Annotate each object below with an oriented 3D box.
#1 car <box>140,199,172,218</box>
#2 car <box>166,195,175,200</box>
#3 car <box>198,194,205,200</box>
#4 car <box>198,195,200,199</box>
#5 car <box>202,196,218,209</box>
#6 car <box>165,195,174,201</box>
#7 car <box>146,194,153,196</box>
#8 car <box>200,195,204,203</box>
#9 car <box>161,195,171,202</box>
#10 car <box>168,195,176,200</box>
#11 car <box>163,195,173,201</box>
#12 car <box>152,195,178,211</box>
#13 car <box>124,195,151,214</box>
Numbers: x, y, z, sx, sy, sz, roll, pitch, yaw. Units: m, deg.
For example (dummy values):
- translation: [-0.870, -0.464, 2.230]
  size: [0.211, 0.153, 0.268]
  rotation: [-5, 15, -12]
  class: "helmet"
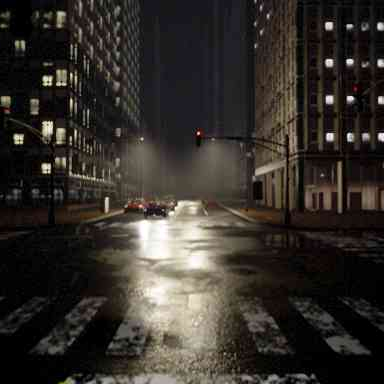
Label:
- translation: [-3.094, 1.565, 29.317]
  size: [1.895, 1.301, 4.718]
  rotation: [0, 0, -1]
  class: "car"
- translation: [-5.711, 1.445, 89.808]
  size: [2.008, 1.369, 4.403]
  rotation: [1, 0, 0]
  class: "car"
- translation: [2.667, 1.433, 95.467]
  size: [1.887, 1.381, 4.507]
  rotation: [1, 0, 0]
  class: "car"
- translation: [2.680, 1.492, 62.004]
  size: [1.947, 1.339, 4.313]
  rotation: [1, 0, 0]
  class: "car"
- translation: [2.686, 1.527, 45.271]
  size: [1.802, 1.307, 4.206]
  rotation: [1, 0, 0]
  class: "car"
- translation: [-5.709, 1.445, 84.232]
  size: [1.887, 1.381, 4.507]
  rotation: [1, 0, 0]
  class: "car"
- translation: [-5.689, 1.261, 45.206]
  size: [2.192, 1.841, 5.009]
  rotation: [1, 0, 0]
  class: "car"
- translation: [2.683, 1.458, 56.597]
  size: [1.752, 1.417, 4.829]
  rotation: [1, 0, 0]
  class: "car"
- translation: [-5.704, 1.458, 73.082]
  size: [1.887, 1.381, 4.507]
  rotation: [1, 0, 0]
  class: "car"
- translation: [-5.714, 1.454, 95.383]
  size: [1.947, 1.339, 4.313]
  rotation: [1, 0, 0]
  class: "car"
- translation: [-5.707, 1.457, 78.657]
  size: [2.008, 1.369, 4.403]
  rotation: [1, 0, 0]
  class: "car"
- translation: [-3.102, 1.305, 39.414]
  size: [2.097, 1.767, 4.553]
  rotation: [0, 0, 0]
  class: "car"
- translation: [-5.687, 1.399, 34.056]
  size: [1.967, 1.590, 4.097]
  rotation: [1, 0, 0]
  class: "car"
